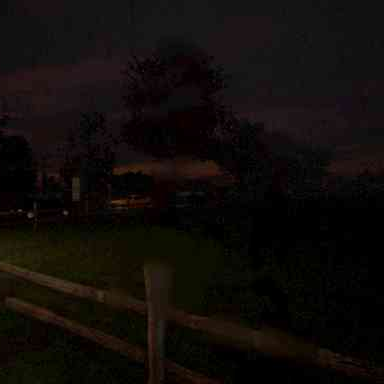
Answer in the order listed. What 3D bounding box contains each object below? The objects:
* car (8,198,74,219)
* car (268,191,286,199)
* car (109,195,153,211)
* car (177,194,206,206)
[{"bbox_3d":[-11.658,1.227,25.991,1.837,1.490,4.892,0,1,37],"label":"car"},{"bbox_3d":[14.419,0.557,56.260,1.837,1.490,4.892,0,1,37],"label":"car"},{"bbox_3d":[-6.063,1.036,33.544,1.882,1.535,5.008,0,1,37],"label":"car"},{"bbox_3d":[-0.037,0.949,41.662,1.994,1.385,4.181,0,1,37],"label":"car"}]
